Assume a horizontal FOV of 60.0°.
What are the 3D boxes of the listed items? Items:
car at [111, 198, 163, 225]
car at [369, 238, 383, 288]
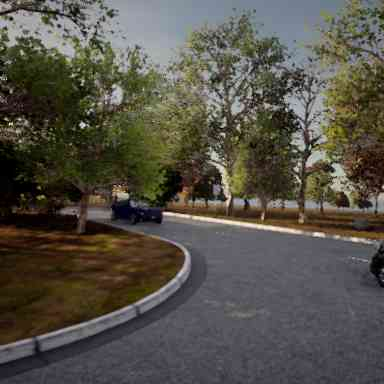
[{"bbox_3d":[-3.636,1.189,21.456,1.882,1.535,5.008,2,0,-34],"label":"car"},{"bbox_3d":[6.246,1.416,6.690,2.097,1.767,4.553,1,1,-34],"label":"car"}]
